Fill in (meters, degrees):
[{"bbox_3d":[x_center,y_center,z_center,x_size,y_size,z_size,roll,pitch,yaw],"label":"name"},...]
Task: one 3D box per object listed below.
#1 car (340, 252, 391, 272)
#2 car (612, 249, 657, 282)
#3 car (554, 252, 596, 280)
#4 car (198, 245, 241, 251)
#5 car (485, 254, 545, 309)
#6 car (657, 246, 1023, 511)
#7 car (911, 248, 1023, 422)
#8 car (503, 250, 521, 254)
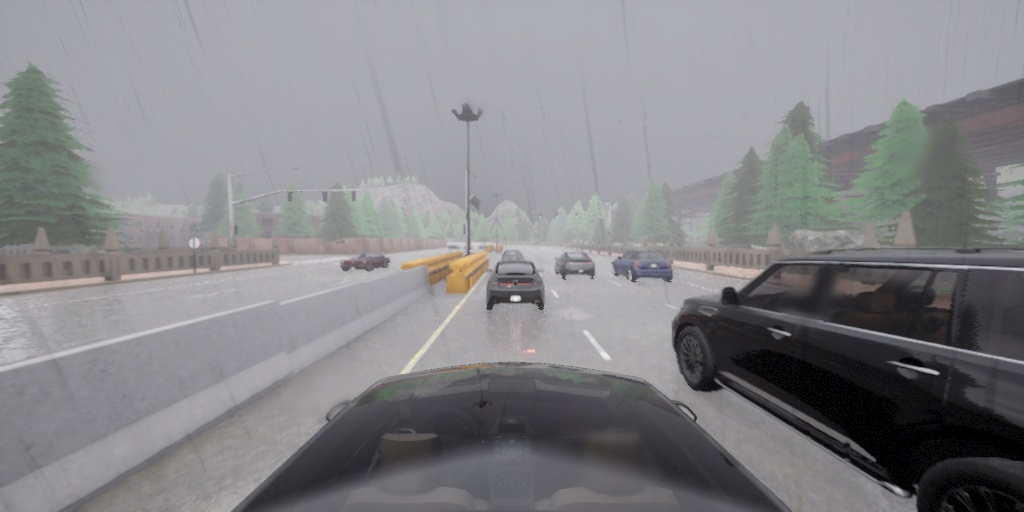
[{"bbox_3d":[-10.464,0.413,25.848,1.895,1.301,4.718,0,2,1],"label":"car"},{"bbox_3d":[7.141,0.409,20.156,2.097,1.767,4.553,0,2,0],"label":"car"},{"bbox_3d":[3.647,0.497,21.351,2.128,1.511,4.902,0,2,0],"label":"car"},{"bbox_3d":[-33.967,-0.523,41.755,4.553,1.767,2.097,0,2,0],"label":"car"},{"bbox_3d":[0.112,0.881,12.773,1.837,1.490,4.892,0,2,0],"label":"car"},{"bbox_3d":[3.599,0.934,3.343,2.150,2.045,5.566,0,1,0],"label":"car"},{"bbox_3d":[7.099,0.946,2.615,2.150,2.045,5.566,0,1,0],"label":"car"},{"bbox_3d":[0.007,0.226,28.946,2.033,1.411,5.357,0,3,-3],"label":"car"}]
